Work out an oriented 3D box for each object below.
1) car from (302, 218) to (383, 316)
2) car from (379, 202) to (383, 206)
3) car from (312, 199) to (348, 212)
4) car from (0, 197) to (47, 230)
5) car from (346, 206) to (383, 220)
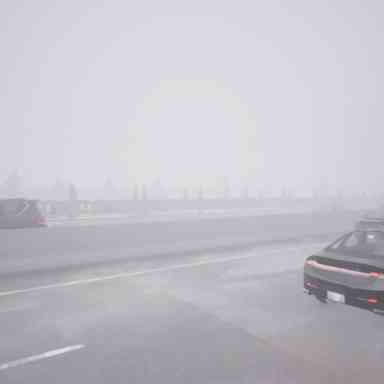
[{"bbox_3d":[4.318,1.492,6.825,4.902,1.511,2.128,0,0,-35],"label":"car"},{"bbox_3d":[22.928,1.508,37.470,4.892,1.490,1.837,0,0,-35],"label":"car"},{"bbox_3d":[15.016,1.494,36.153,4.902,1.511,2.128,0,0,-35],"label":"car"},{"bbox_3d":[-7.878,1.222,11.271,5.566,2.045,2.150,0,0,-35],"label":"car"},{"bbox_3d":[8.975,1.506,14.445,4.892,1.490,1.837,0,0,-35],"label":"car"}]
